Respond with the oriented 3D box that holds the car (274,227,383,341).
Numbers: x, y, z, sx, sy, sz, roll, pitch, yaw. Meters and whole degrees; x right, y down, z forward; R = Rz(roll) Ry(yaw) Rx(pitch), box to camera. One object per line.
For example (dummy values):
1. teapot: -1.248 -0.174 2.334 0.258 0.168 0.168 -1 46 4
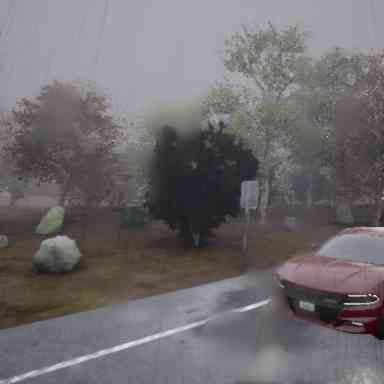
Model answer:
1. car: 3.691 1.489 6.747 5.008 1.535 1.882 0 0 -40
